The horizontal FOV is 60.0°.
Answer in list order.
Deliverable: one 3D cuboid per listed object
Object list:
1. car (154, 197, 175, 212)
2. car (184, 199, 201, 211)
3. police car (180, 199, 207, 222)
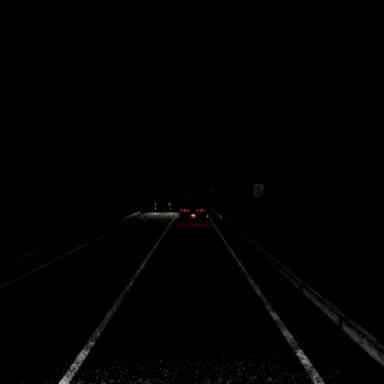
[{"bbox_3d":[-3.107,1.352,37.762,2.097,1.767,4.553,0,-1,0],"label":"car"},{"bbox_3d":[0.082,1.610,42.892,2.033,1.411,5.357,0,-1,0],"label":"car"},{"bbox_3d":[0.089,1.494,25.976,2.038,1.542,4.974,0,0,0],"label":"police car"}]
